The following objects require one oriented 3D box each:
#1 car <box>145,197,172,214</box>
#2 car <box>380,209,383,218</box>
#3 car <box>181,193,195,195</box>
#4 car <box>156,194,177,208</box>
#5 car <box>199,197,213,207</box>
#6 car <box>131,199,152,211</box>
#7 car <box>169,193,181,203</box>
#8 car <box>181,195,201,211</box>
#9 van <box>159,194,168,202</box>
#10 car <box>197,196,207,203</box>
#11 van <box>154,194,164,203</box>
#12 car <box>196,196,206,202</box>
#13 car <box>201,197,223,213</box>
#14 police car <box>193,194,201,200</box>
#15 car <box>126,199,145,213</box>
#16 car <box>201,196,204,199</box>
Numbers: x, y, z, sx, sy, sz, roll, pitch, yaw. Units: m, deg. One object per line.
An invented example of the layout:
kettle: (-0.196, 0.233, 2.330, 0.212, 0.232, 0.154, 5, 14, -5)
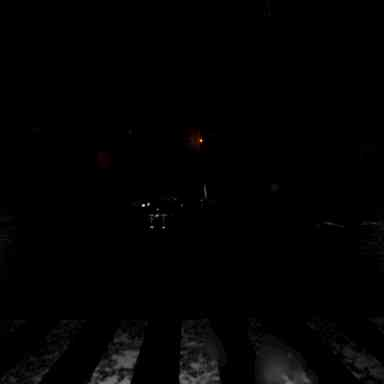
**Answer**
car: (-3.433, 1.554, 34.768, 1.994, 1.385, 4.181, 0, 0, -2)
car: (14.649, 1.295, 21.117, 4.718, 1.301, 1.895, -1, 0, -1)
car: (-0.743, 1.485, 66.723, 2.128, 1.511, 4.902, 0, 0, 0)
car: (-3.578, 1.467, 46.582, 1.882, 1.535, 5.008, 0, 0, 0)
car: (2.192, 1.540, 52.809, 2.008, 1.369, 4.403, 0, 0, -1)
car: (-6.181, 1.540, 41.358, 2.008, 1.369, 4.403, 0, 0, -1)
car: (-3.761, 1.343, 63.294, 2.097, 1.767, 4.553, 0, 0, 0)
car: (-0.302, 1.481, 40.351, 2.128, 1.511, 4.902, 0, 0, -1)
van: (-6.667, 1.336, 77.580, 1.690, 1.788, 3.998, 0, 0, -1)
car: (1.986, 1.517, 68.139, 1.752, 1.417, 4.829, 0, 0, -1)
van: (-6.522, 1.333, 66.754, 1.690, 1.788, 3.998, 0, 0, -1)
car: (1.917, 1.560, 73.258, 1.947, 1.339, 4.313, 0, 0, -1)
car: (2.411, 1.541, 36.477, 2.008, 1.369, 4.403, 0, 0, -1)
police car: (1.290, 1.426, 90.655, 1.930, 1.638, 5.238, 0, 0, -1)
car: (-6.114, 1.541, 36.366, 2.008, 1.369, 4.403, 0, 0, -1)
car: (2.265, 1.534, 47.365, 1.887, 1.381, 4.507, 0, 0, -1)
